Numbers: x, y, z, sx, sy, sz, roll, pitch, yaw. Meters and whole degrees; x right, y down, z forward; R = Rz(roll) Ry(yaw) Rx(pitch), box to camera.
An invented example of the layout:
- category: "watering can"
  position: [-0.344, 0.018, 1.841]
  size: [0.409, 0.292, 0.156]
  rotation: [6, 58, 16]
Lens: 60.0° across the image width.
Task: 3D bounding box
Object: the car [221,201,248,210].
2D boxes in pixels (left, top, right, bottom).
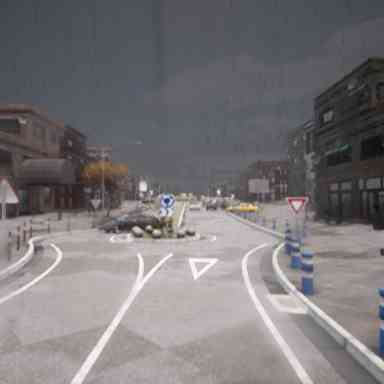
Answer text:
- category: "car"
  position: [8.092, 2.582, 63.835]
  size: [5.008, 1.535, 2.097]
  rotation: [0, 0, -1]

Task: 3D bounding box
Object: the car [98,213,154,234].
- category: "car"
  position: [-4.920, 2.409, 26.036]
  size: [4.892, 1.490, 1.837]
  rotation: [2, -3, -38]

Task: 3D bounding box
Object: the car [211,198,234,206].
- category: "car"
  position: [7.805, 2.566, 85.887]
  size: [5.566, 2.045, 2.435]
  rotation: [0, -1, -1]

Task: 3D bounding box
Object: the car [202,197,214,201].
- category: "car"
  position: [3.307, 2.559, 76.004]
  size: [2.128, 1.511, 4.902]
  rotation: [0, -1, -1]

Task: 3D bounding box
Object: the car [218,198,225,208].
- category: "car"
  position: [8.148, 2.317, 61.080]
  size: [5.566, 2.045, 2.435]
  rotation: [0, 0, -1]

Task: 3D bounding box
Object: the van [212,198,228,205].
- category: "van"
  position: [7.654, 2.686, 91.396]
  size: [4.442, 1.987, 1.878]
  rotation: [0, -1, -1]

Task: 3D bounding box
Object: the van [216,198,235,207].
- category: "van"
  position: [8.014, 2.509, 80.252]
  size: [4.442, 1.987, 1.878]
  rotation: [0, -1, -1]

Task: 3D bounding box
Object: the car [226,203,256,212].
- category: "car"
  position: [8.185, 2.593, 55.569]
  size: [4.674, 1.452, 2.002]
  rotation: [0, 0, -1]

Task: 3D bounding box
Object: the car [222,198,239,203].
- category: "car"
  position: [8.119, 2.433, 58.324]
  size: [4.553, 1.767, 2.185]
  rotation: [0, 0, -1]

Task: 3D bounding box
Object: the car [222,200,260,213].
- category: "car"
  position: [8.028, 2.548, 52.809]
  size: [5.366, 1.575, 1.946]
  rotation: [0, 0, -1]

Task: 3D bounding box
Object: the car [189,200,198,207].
- category: "car"
  position: [0.307, 2.558, 75.970]
  size: [2.128, 1.511, 4.902]
  rotation: [0, -1, -1]

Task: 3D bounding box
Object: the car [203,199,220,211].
- category: "car"
  position: [3.487, 2.595, 60.490]
  size: [1.837, 1.490, 4.892]
  rotation: [0, 0, -1]

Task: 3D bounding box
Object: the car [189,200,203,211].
- category: "car"
  position: [0.488, 2.685, 60.269]
  size: [1.895, 1.301, 4.718]
  rotation: [0, 0, -1]
